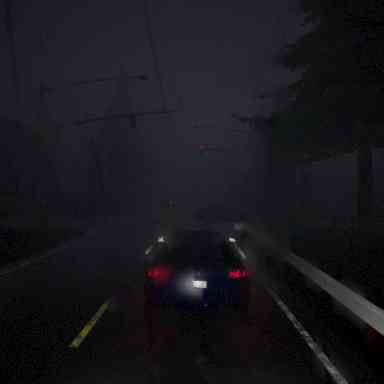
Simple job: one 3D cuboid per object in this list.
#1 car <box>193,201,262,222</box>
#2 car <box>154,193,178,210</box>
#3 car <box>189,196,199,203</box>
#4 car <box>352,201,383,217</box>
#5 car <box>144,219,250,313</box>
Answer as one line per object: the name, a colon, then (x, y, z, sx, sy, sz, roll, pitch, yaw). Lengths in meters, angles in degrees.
car: (2.519, 1.519, 23.108, 4.674, 1.442, 1.812, 0, 0, 1)
car: (-3.309, 1.352, 42.244, 2.097, 1.767, 4.553, 0, 0, 1)
car: (0.444, 1.525, 66.310, 1.812, 1.442, 4.674, 0, 0, 0)
car: (15.461, 1.489, 26.657, 4.892, 1.490, 1.837, 0, 0, 0)
car: (0.111, 1.564, 7.745, 1.994, 1.385, 4.181, 0, 0, 1)
